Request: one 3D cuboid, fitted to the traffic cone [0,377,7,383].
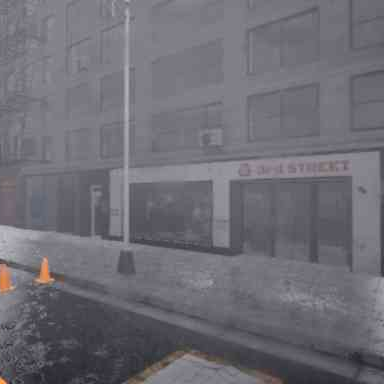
[{"bbox_3d":[-2.413,1.980,3.901,0.340,0.580,0.340,0,-1,37],"label":"traffic cone"}]

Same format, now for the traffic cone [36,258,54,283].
[{"bbox_3d":[-3.840,2.015,8.692,0.340,0.580,0.340,0,-1,37],"label":"traffic cone"}]

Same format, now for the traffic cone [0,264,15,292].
[{"bbox_3d":[-4.435,2.005,7.889,0.340,0.580,0.340,0,-1,37],"label":"traffic cone"}]
